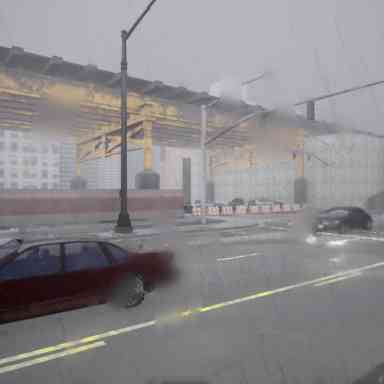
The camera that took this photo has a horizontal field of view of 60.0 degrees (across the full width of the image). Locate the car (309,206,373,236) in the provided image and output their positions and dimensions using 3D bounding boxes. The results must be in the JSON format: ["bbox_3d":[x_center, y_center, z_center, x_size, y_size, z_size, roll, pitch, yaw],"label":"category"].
[{"bbox_3d":[8.484,1.525,18.722,4.674,1.442,1.812,0,0,-39],"label":"car"}]

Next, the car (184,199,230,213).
[{"bbox_3d":[1.472,1.295,35.224,4.536,1.218,1.853,0,0,8],"label":"car"}]

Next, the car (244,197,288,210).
[{"bbox_3d":[9.189,1.453,41.649,4.974,1.542,2.038,0,0,-7],"label":"car"}]

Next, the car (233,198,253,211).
[{"bbox_3d":[5.273,1.453,37.895,2.038,1.542,4.974,0,0,18],"label":"car"}]

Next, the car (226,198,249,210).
[{"bbox_3d":[5.289,1.295,37.945,1.853,1.218,4.536,0,0,18],"label":"car"}]

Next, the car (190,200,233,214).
[{"bbox_3d":[1.524,1.453,35.216,4.974,1.542,2.038,0,0,8],"label":"car"}]

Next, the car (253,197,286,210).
[{"bbox_3d":[9.138,1.295,41.642,4.536,1.218,1.853,0,0,-7],"label":"car"}]

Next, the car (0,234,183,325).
[{"bbox_3d":[-2.771,1.547,6.304,5.357,1.411,2.033,0,0,-35],"label":"car"}]
